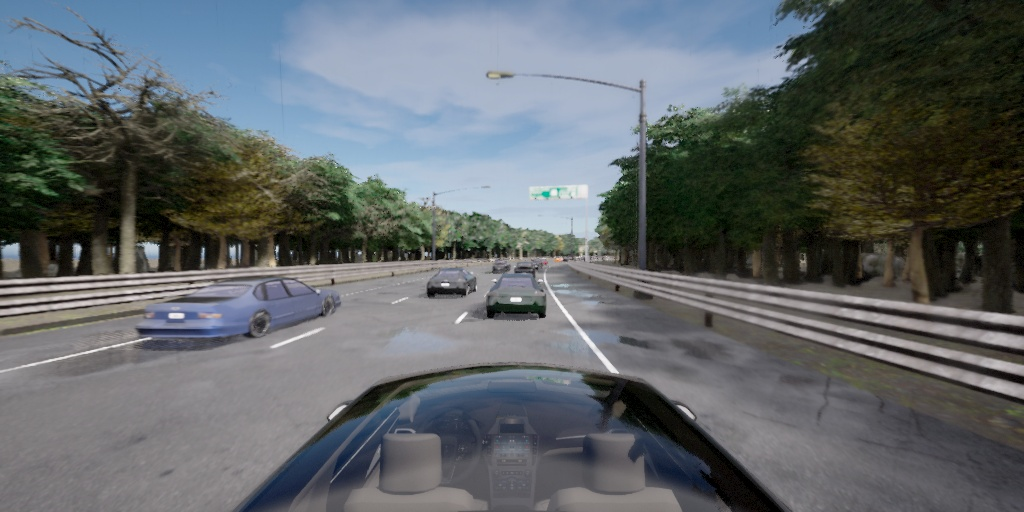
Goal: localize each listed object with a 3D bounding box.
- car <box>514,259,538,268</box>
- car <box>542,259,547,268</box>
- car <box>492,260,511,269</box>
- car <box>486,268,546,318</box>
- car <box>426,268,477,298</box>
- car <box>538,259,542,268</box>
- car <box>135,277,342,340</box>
[{"bbox_3d":[1.205,1.259,32.289,1.837,1.490,4.892,0,0,4],"label":"car"},{"bbox_3d":[4.241,1.238,60.223,2.128,1.511,4.902,0,0,8],"label":"car"},{"bbox_3d":[-1.211,1.236,43.658,2.128,1.511,4.902,0,0,6],"label":"car"},{"bbox_3d":[0.187,1.316,13.089,1.994,1.385,4.181,0,0,2],"label":"car"},{"bbox_3d":[-3.012,1.309,18.672,1.994,1.385,4.181,0,0,3],"label":"car"},{"bbox_3d":[2.717,1.351,48.318,1.895,1.301,4.718,0,0,6],"label":"car"},{"bbox_3d":[-6.857,1.283,9.912,2.033,1.411,5.357,0,0,2],"label":"car"}]
